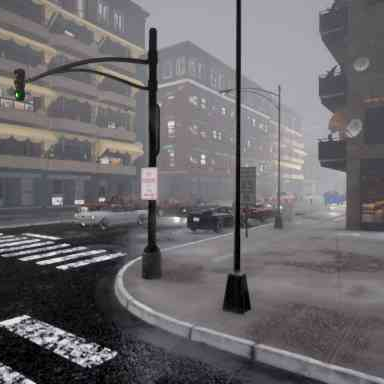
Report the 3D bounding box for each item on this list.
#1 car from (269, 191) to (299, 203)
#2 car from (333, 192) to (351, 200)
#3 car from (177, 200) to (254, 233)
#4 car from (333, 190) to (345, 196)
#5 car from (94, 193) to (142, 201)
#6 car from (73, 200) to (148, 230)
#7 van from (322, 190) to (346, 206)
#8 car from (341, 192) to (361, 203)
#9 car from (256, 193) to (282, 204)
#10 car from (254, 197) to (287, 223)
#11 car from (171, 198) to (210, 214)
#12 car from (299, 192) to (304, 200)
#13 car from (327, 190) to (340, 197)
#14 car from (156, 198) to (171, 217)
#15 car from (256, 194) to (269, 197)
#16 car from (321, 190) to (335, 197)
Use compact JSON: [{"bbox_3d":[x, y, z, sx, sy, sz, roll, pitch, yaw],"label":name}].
[{"bbox_3d":[11.502,0.717,42.328,2.097,1.767,4.553,1,1,36],"label":"car"},{"bbox_3d":[25.883,0.695,57.272,1.895,1.301,4.718,1,1,35],"label":"car"},{"bbox_3d":[1.409,1.348,17.961,1.947,1.339,4.313,2,2,35],"label":"car"},{"bbox_3d":[36.243,0.255,82.044,1.802,1.307,4.206,2,2,35],"label":"car"},{"bbox_3d":[-5.420,1.031,22.808,2.192,1.841,5.009,2,2,35],"label":"car"},{"bbox_3d":[-4.549,1.368,19.565,1.895,1.301,4.718,1,1,35],"label":"car"},{"bbox_3d":[17.437,0.720,40.737,1.690,1.788,3.998,2,2,35],"label":"van"},{"bbox_3d":[23.844,0.763,49.853,1.887,1.381,4.507,2,2,35],"label":"car"},{"bbox_3d":[10.603,0.880,45.594,1.947,1.339,4.313,2,2,35],"label":"car"},{"bbox_3d":[4.614,1.283,22.517,1.802,1.307,4.206,2,2,35],"label":"car"},{"bbox_3d":[0.545,1.203,26.830,1.994,1.385,4.181,1,1,34],"label":"car"},{"bbox_3d":[17.012,0.719,54.707,1.947,1.339,4.313,2,2,35],"label":"car"},{"bbox_3d":[33.038,0.335,77.488,1.802,1.307,4.206,2,2,35],"label":"car"},{"bbox_3d":[-2.217,1.180,27.370,1.887,1.381,4.507,2,2,35],"label":"car"},{"bbox_3d":[5.797,1.012,34.267,1.837,1.490,4.892,1,1,35],"label":"car"},{"bbox_3d":[29.833,0.377,72.931,1.887,1.381,4.507,2,2,35],"label":"car"}]
